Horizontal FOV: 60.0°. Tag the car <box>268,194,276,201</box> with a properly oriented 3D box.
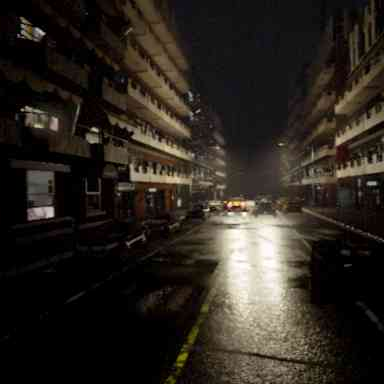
[{"bbox_3d":[21.014,1.437,87.766,1.967,1.590,4.097,-2,-1,11],"label":"car"}]

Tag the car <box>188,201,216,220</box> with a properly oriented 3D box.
[{"bbox_3d":[0.539,1.711,29.075,2.008,1.369,4.403,-2,0,11],"label":"car"}]

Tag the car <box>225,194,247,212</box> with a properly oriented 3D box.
[{"bbox_3d":[5.517,1.452,40.252,2.097,1.767,4.553,-2,0,12],"label":"car"}]

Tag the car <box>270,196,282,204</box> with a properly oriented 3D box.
[{"bbox_3d":[16.555,1.541,65.806,1.947,1.339,4.313,-2,-1,11],"label":"car"}]

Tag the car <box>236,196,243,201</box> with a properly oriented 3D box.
[{"bbox_3d":[12.816,1.796,89.461,1.802,1.307,4.206,-2,-1,11],"label":"car"}]

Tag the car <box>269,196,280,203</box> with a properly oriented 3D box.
[{"bbox_3d":[17.670,1.531,71.296,2.008,1.369,4.403,-2,-1,11],"label":"car"}]

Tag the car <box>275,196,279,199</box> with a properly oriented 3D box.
[{"bbox_3d":[10.975,1.517,38.357,1.947,1.339,4.313,-2,-1,11],"label":"car"}]

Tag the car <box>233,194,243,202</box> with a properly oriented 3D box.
[{"bbox_3d":[11.690,1.524,83.974,2.192,1.841,5.009,-2,-1,11],"label":"car"}]

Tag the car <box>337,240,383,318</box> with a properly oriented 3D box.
[{"bbox_3d":[3.890,1.410,5.122,1.882,1.535,5.008,-2,0,11],"label":"car"}]

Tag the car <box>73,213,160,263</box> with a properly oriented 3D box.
[{"bbox_3d":[-2.808,1.729,12.605,1.802,1.307,4.206,-2,0,11],"label":"car"}]

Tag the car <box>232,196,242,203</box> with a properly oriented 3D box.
[{"bbox_3d":[10.583,1.755,78.482,2.008,1.369,4.403,-2,-1,11],"label":"car"}]

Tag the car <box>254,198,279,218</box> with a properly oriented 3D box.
[{"bbox_3d":[6.735,1.538,30.668,1.812,1.442,4.674,-2,0,12],"label":"car"}]

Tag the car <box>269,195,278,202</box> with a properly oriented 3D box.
[{"bbox_3d":[18.820,1.511,76.953,1.752,1.417,4.829,-2,-1,11],"label":"car"}]

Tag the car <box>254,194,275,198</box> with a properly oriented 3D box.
[{"bbox_3d":[9.193,1.247,42.961,2.150,2.045,5.566,-2,0,12],"label":"car"}]

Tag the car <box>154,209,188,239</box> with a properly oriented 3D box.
[{"bbox_3d":[-1.692,1.733,18.095,1.802,1.307,4.206,-2,0,11],"label":"car"}]

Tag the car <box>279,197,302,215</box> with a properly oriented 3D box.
[{"bbox_3d":[9.891,1.472,33.034,1.752,1.417,4.829,-2,-1,11],"label":"car"}]

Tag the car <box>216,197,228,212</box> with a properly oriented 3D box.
[{"bbox_3d":[2.771,1.720,40.054,2.008,1.369,4.403,-2,0,11],"label":"car"}]
